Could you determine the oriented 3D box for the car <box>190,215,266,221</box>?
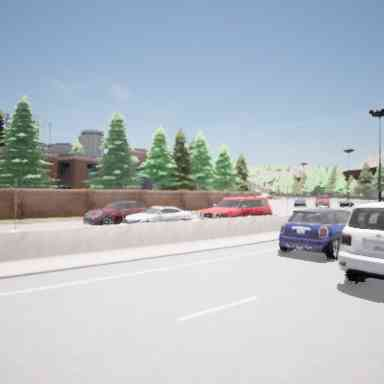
[{"bbox_3d":[2.781,1.316,20.380,5.566,2.045,2.150,0,0,-45],"label":"car"}]

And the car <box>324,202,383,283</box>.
[{"bbox_3d":[5.963,1.282,8.791,5.566,2.045,2.150,0,0,-41],"label":"car"}]

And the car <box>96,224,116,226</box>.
[{"bbox_3d":[-5.022,1.423,22.721,4.553,1.767,2.097,0,0,-42],"label":"car"}]

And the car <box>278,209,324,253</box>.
[{"bbox_3d":[5.390,1.428,13.038,4.553,1.767,2.097,0,0,-42],"label":"car"}]

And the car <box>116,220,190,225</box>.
[{"bbox_3d":[-2.039,1.601,20.669,4.674,1.442,1.812,0,0,-43],"label":"car"}]
